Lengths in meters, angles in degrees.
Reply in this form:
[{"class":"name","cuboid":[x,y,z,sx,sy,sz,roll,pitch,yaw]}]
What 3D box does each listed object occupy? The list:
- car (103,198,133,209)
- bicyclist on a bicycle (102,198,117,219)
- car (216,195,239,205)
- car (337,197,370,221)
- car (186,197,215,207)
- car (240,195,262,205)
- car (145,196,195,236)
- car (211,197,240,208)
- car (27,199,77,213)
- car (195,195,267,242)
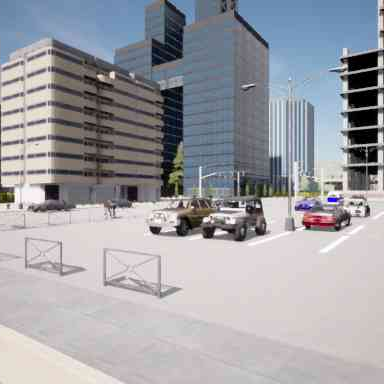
[{"class":"car","cuboid":[-10.329,1.564,46.550,1.994,1.385,4.181,0,0,35]},{"class":"bicyclist on a bicycle","cuboid":[-6.520,1.302,26.229,1.656,1.620,0.582,0,0,34]},{"class":"car","cuboid":[6.360,1.352,58.781,2.097,1.767,4.553,0,0,34]},{"class":"car","cuboid":[14.097,1.395,28.592,1.970,1.475,3.806,0,0,34]},{"class":"car","cuboid":[1.322,1.491,51.149,2.128,1.511,4.902,0,0,34]},{"class":"car","cuboid":[10.395,1.352,58.354,2.097,1.767,4.553,0,0,34]},{"class":"car","cuboid":[-0.276,1.153,17.279,1.932,1.855,4.605,0,0,34]},{"class":"car","cuboid":[5.135,1.547,50.475,2.033,1.411,5.357,0,0,33]},{"class":"car","cuboid":[-15.954,1.547,38.177,2.033,1.411,5.357,0,0,34]},{"class":"car","cuboid":[2.094,1.156,15.617,1.905,1.878,3.866,0,0,34]}]
